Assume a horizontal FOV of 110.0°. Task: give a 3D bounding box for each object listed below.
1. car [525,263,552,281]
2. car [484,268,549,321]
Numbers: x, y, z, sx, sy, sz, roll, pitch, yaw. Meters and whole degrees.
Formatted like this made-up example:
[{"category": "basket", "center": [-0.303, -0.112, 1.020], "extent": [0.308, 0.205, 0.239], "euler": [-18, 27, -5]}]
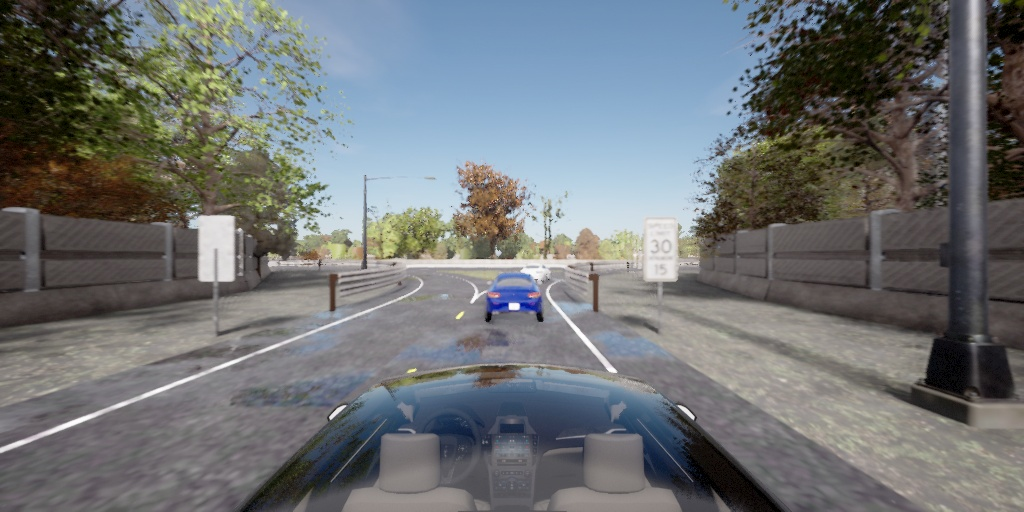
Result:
[{"category": "car", "center": [1.872, 1.288, 27.824], "extent": [1.812, 1.442, 4.674], "euler": [0, 0, 14]}, {"category": "car", "center": [0.086, 1.282, 12.372], "extent": [1.812, 1.442, 4.674], "euler": [0, -1, 1]}]
